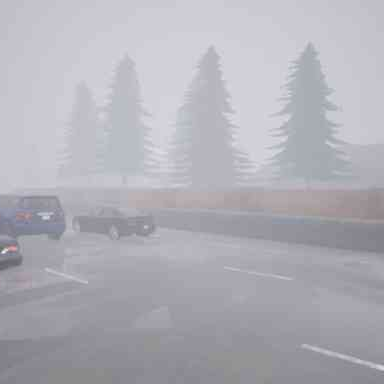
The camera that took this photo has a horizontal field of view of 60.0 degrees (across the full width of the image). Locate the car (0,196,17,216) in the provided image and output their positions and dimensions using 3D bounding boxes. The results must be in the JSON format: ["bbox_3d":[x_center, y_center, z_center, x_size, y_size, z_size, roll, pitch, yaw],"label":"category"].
[{"bbox_3d":[-17.579,1.200,29.875,2.128,1.511,4.902,0,0,-41],"label":"car"}]

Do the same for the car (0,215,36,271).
[{"bbox_3d":[-6.747,1.445,9.439,5.357,1.411,2.033,1,0,40],"label":"car"}]

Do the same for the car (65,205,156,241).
[{"bbox_3d":[-3.913,1.375,16.272,5.008,1.535,1.882,1,0,41],"label":"car"}]

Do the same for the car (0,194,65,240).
[{"bbox_3d":[-7.812,1.086,15.031,5.566,2.045,2.150,1,0,42],"label":"car"}]
